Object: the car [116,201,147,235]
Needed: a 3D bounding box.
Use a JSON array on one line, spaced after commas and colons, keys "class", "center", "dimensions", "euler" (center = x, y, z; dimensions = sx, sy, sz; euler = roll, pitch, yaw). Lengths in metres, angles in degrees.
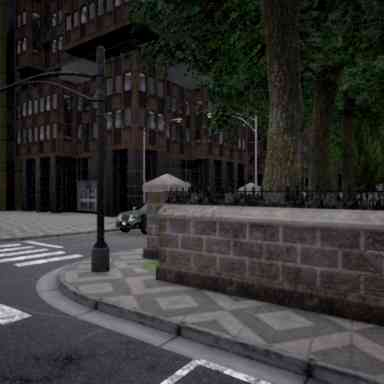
[{"class": "car", "center": [-2.441, 1.579, 22.039], "dimensions": [2.150, 2.045, 5.566], "euler": [0, -1, 35]}]
